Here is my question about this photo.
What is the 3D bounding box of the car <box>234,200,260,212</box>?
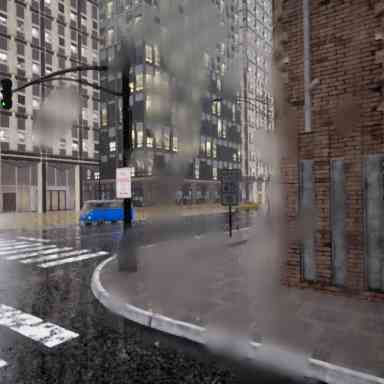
[{"bbox_3d":[6.886,1.687,41.355,1.752,1.417,4.829,-2,-1,36],"label":"car"}]

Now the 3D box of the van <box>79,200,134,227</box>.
[{"bbox_3d":[-5.952,1.458,23.448,1.690,1.788,3.998,-2,-1,36],"label":"van"}]
